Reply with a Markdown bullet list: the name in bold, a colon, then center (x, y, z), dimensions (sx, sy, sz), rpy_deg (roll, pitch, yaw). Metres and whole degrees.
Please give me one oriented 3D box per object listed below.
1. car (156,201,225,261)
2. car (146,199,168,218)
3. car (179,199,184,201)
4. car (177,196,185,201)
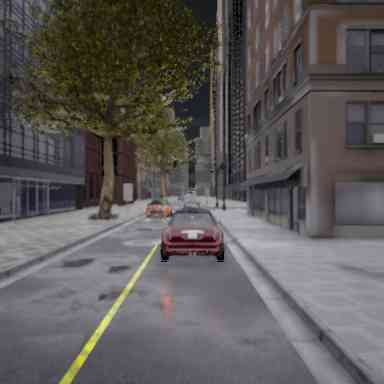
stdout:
- **car**: center (0.038, 1.395, 12.539), dimensions (2.097, 1.767, 4.553), rpy_deg (0, 0, 1)
- **car**: center (-3.066, 1.460, 31.500), dimensions (2.097, 1.767, 4.553), rpy_deg (0, 0, 1)
- **car**: center (0.028, 1.601, 27.620), dimensions (1.837, 1.490, 4.892), rpy_deg (0, 0, 0)
- **car**: center (-3.058, 1.839, 91.504), dimensions (1.882, 1.535, 5.008), rpy_deg (0, 0, 0)
